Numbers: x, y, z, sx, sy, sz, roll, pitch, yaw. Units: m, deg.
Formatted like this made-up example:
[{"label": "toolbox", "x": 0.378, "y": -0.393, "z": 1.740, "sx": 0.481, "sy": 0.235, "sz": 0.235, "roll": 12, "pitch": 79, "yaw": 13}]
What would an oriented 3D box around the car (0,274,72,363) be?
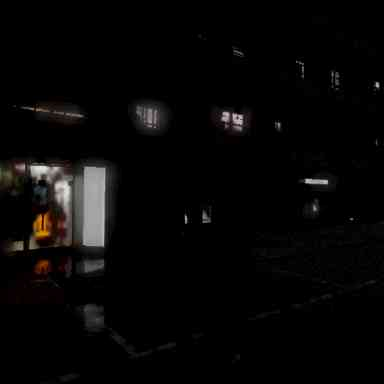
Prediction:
[{"label": "car", "x": -3.974, "y": 1.525, "z": 3.816, "sx": 4.829, "sy": 1.417, "sz": 1.752, "roll": 0, "pitch": 1, "yaw": -35}]
